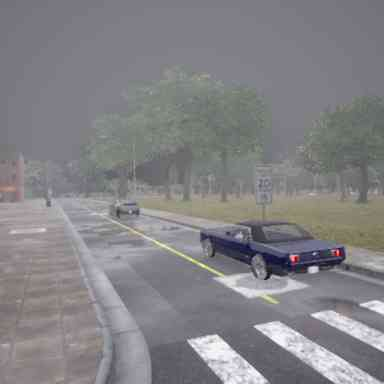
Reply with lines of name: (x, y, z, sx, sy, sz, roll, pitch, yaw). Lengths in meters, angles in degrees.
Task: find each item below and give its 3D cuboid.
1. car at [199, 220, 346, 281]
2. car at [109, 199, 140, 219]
car: (1.923, 1.480, 9.686, 1.895, 1.301, 4.718, -1, 1, -23)
car: (-5.662, 1.297, 27.565, 2.128, 1.511, 4.902, -1, 1, -23)
